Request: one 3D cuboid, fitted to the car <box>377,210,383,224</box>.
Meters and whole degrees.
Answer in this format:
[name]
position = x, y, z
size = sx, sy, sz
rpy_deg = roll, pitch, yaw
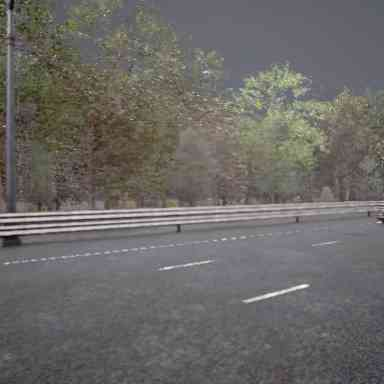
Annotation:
[car]
position = 14.917, 1.534, 23.085
size = 5.357, 1.411, 2.033
rpy_deg = 0, 0, -35
